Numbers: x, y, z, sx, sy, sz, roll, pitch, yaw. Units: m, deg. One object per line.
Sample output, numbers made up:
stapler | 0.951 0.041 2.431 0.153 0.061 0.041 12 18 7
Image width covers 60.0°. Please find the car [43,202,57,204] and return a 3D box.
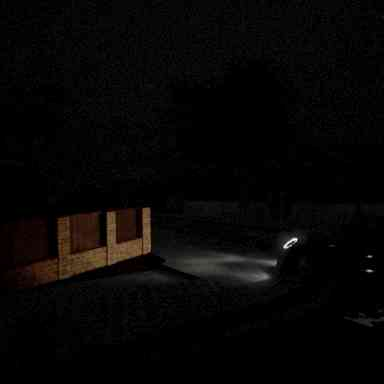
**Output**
car | -19.774 2.094 46.774 1.882 1.535 5.008 1 -2 -42

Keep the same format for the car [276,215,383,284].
car | 4.402 1.313 7.931 4.553 1.767 2.097 1 -4 25
